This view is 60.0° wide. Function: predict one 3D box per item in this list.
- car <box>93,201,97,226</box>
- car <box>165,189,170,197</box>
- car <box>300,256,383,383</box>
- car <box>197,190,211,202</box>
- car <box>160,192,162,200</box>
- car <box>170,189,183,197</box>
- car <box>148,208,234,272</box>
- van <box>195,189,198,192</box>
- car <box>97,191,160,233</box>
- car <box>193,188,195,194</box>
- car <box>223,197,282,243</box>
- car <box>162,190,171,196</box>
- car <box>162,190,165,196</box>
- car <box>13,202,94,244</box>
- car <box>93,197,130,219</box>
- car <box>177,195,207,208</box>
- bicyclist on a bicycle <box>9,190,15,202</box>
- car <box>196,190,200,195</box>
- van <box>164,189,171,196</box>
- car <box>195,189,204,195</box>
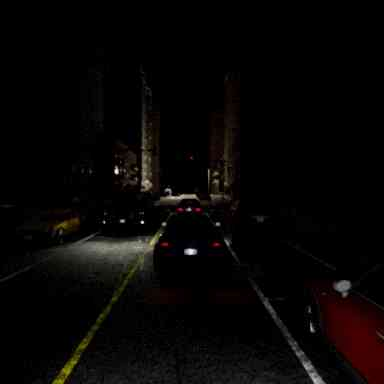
[{"bbox_3d":[-6.044,1.262,20.380,1.887,1.381,4.507,1,1,-1],"label":"car"},{"bbox_3d":[-6.572,0.538,75.708,1.802,1.307,4.206,1,1,-1],"label":"car"},{"bbox_3d":[2.643,1.388,3.579,1.967,1.590,4.097,1,1,-1],"label":"car"},{"bbox_3d":[2.170,0.845,53.092,1.802,1.307,4.206,1,1,-1],"label":"car"},{"bbox_3d":[-6.356,0.811,53.019,1.887,1.381,4.507,1,1,-1],"label":"car"},{"bbox_3d":[-3.727,0.542,76.346,1.895,1.301,4.718,0,1,-1],"label":"car"},{"bbox_3d":[-0.032,1.420,10.248,1.994,1.385,4.181,0,1,0],"label":"car"},{"bbox_3d":[2.010,0.371,70.107,1.690,1.788,3.998,1,1,-1],"label":"van"},{"bbox_3d":[-3.263,0.968,18.277,2.150,2.045,5.566,0,1,0],"label":"car"},{"bbox_3d":[1.956,0.268,75.779,2.192,1.841,5.009,1,1,-1],"label":"car"},{"bbox_3d":[2.537,1.107,14.825,2.192,1.841,5.009,1,1,-1],"label":"car"},{"bbox_3d":[-6.679,0.243,87.050,1.967,1.590,4.097,1,1,-1],"label":"car"},{"bbox_3d":[-6.410,0.733,58.691,1.887,1.381,4.507,1,1,-1],"label":"car"},{"bbox_3d":[-5.989,1.323,14.586,1.752,1.417,4.829,1,1,-1],"label":"car"},{"bbox_3d":[-6.096,1.167,25.833,1.752,1.417,4.829,1,1,-1],"label":"car"},{"bbox_3d":[-0.175,1.200,24.962,2.033,1.411,5.357,0,1,0],"label":"car"},{"bbox_3d":[-23.426,0.556,43.293,0.582,1.620,1.656,0,1,0],"label":"bicyclist on a bicycle"},{"bbox_3d":[2.115,0.767,58.764,1.802,1.307,4.206,1,1,-1],"label":"car"},{"bbox_3d":[-6.732,0.068,92.721,1.690,1.788,3.998,1,1,-1],"label":"van"},{"bbox_3d":[2.061,0.689,64.437,1.802,1.307,4.206,1,1,-1],"label":"car"}]
